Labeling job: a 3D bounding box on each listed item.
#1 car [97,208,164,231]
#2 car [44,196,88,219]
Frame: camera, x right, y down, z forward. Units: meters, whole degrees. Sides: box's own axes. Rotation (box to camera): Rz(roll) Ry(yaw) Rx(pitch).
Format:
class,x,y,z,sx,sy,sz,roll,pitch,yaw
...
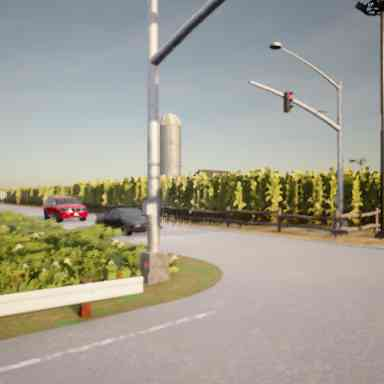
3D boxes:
class,x,y,z,sx,sy,sz,roll,pitch,yaw
car,-3.835,1.645,19.441,2.033,1.411,5.357,0,0,-40
car,-10.596,1.381,27.647,2.150,2.045,5.566,0,0,-39
